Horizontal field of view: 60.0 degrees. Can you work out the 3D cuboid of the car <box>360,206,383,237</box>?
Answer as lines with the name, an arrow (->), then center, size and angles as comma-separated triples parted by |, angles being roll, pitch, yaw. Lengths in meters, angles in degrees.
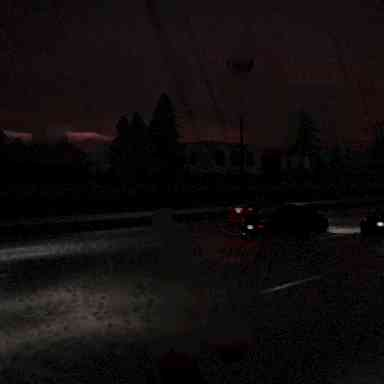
car -> 9.272, 1.240, 14.652 | 4.181, 1.385, 1.994 | -1, 1, -35

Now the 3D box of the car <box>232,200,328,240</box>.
car -> 4.344, 1.274, 15.439 | 4.674, 1.442, 1.812 | -1, 1, -35

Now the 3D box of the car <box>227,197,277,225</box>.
car -> 4.307, 1.050, 19.712 | 4.553, 1.767, 2.097 | -1, 1, -36
